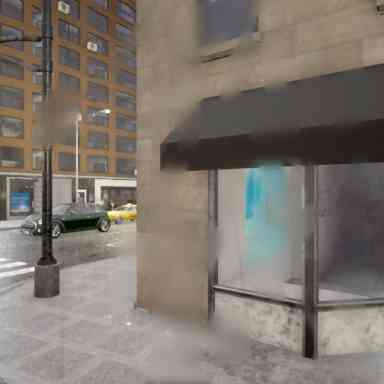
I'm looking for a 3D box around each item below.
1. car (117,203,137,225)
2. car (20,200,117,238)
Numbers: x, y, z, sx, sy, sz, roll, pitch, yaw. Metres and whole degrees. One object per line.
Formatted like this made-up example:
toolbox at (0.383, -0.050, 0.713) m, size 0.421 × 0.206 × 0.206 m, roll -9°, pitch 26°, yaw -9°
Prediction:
car at (-4.825, 1.548, 24.633) m, size 1.752 × 1.417 × 4.829 m, roll 0°, pitch 0°, yaw 36°
car at (-6.626, 1.366, 17.807) m, size 2.097 × 1.767 × 4.553 m, roll 0°, pitch 0°, yaw 36°
